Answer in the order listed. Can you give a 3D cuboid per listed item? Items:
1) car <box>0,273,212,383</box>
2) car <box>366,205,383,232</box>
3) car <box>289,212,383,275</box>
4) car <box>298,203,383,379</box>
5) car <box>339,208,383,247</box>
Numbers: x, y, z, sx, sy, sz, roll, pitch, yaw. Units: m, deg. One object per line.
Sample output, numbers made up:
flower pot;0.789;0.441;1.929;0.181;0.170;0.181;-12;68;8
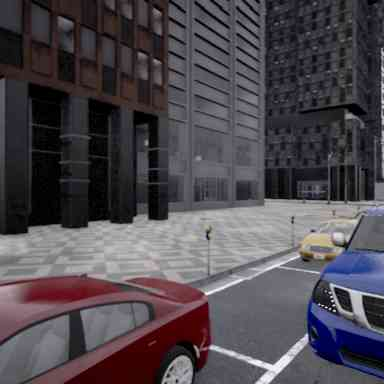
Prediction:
car;-1.604;1.546;2.883;1.887;1.381;4.507;0;0;38
car;12.088;1.547;20.233;1.887;1.381;4.507;0;0;38
car;5.136;1.527;11.425;1.752;1.417;4.829;0;0;38
car;3.730;1.222;5.331;2.150;2.045;5.566;0;0;38
car;8.665;1.547;15.896;1.887;1.381;4.507;0;0;38
